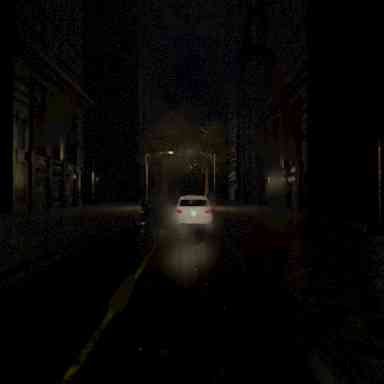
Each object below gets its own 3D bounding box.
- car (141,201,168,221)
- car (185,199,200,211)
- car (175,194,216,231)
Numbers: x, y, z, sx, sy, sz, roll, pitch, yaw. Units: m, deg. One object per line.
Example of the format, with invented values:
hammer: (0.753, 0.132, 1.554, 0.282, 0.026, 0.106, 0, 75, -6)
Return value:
car: (-3.088, 1.527, 28.183, 1.882, 1.535, 5.008, 0, 0, 0)
car: (0.067, 1.644, 43.788, 1.994, 1.385, 4.181, 0, 0, 0)
car: (0.085, 1.258, 20.941, 2.150, 2.045, 5.566, 0, 0, 0)
